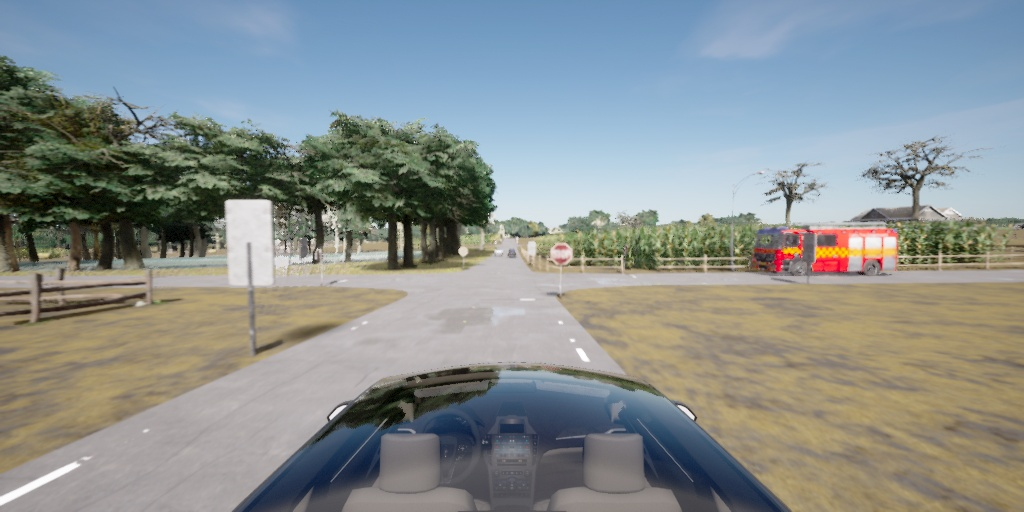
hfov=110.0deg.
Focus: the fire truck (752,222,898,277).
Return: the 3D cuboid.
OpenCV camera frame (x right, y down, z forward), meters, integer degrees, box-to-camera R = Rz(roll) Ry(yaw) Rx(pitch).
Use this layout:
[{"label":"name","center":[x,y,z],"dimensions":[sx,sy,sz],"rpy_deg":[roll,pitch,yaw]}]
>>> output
[{"label":"fire truck","center":[22.752,-0.506,26.383],"dimensions":[8.468,3.827,2.891],"rpy_deg":[-1,3,0]}]
